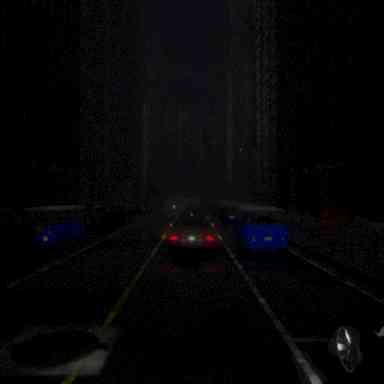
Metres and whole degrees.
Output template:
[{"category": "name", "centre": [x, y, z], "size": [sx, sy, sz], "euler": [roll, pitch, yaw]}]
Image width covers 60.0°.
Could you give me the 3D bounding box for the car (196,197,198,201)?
[{"category": "car", "centre": [2.749, 2.146, 81.194], "size": [2.192, 1.841, 5.009], "euler": [0, -1, 0]}]

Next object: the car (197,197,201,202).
[{"category": "car", "centre": [2.750, 2.352, 75.582], "size": [1.802, 1.307, 4.206], "euler": [0, -1, 0]}]

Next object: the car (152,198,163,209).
[{"category": "car", "centre": [-5.770, 1.789, 47.525], "size": [2.192, 1.841, 5.009], "euler": [0, -1, 0]}]

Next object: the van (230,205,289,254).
[{"category": "van", "centre": [2.761, 1.477, 13.888], "size": [1.690, 1.788, 3.998], "euler": [0, -1, 0]}]

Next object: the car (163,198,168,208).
[{"category": "car", "centre": [-5.772, 2.156, 58.741], "size": [1.947, 1.339, 4.313], "euler": [0, -1, 0]}]

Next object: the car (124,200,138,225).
[{"category": "car", "centre": [-5.766, 1.561, 25.087], "size": [2.192, 1.841, 5.009], "euler": [0, -1, 0]}]

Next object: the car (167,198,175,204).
[{"category": "car", "centre": [-5.778, 2.393, 92.397], "size": [1.967, 1.590, 4.097], "euler": [0, -1, 0]}]

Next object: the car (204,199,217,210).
[{"category": "car", "centre": [2.756, 1.962, 41.930], "size": [1.887, 1.381, 4.507], "euler": [0, -1, 0]}]

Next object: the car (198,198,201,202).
[{"category": "car", "centre": [2.752, 2.215, 64.365], "size": [1.947, 1.339, 4.313], "euler": [0, -1, 0]}]

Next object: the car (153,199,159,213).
[{"category": "car", "centre": [-5.769, 1.968, 41.913], "size": [2.008, 1.369, 4.403], "euler": [0, -1, 0]}]

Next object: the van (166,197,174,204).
[{"category": "van", "centre": [-5.777, 2.233, 86.789], "size": [1.690, 1.788, 3.998], "euler": [0, -1, 0]}]

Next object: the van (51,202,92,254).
[{"category": "van", "centre": [-5.764, 1.476, 13.869], "size": [1.690, 1.788, 3.998], "euler": [0, -1, 0]}]

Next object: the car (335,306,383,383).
[{"category": "car", "centre": [2.763, 1.593, 2.668], "size": [1.947, 1.339, 4.313], "euler": [0, -1, 0]}]

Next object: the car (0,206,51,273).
[{"category": "car", "centre": [-5.763, 1.396, 8.261], "size": [2.192, 1.841, 5.009], "euler": [0, -1, 0]}]

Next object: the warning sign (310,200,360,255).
[{"category": "warning sign", "centre": [5.063, 1.231, 11.880], "size": [1.300, 1.860, 1.060], "euler": [0, -1, 0]}]

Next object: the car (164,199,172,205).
[{"category": "car", "centre": [-5.776, 2.354, 81.008], "size": [1.752, 1.417, 4.829], "euler": [0, -1, 0]}]

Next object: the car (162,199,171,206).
[{"category": "car", "centre": [-5.776, 2.352, 75.568], "size": [1.802, 1.307, 4.206], "euler": [0, -1, 0]}]

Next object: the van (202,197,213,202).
[{"category": "van", "centre": [2.755, 1.815, 47.541], "size": [1.690, 1.788, 3.998], "euler": [0, -1, 0]}]

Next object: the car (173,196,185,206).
[{"category": "car", "centre": [-3.013, 2.080, 71.820], "size": [2.097, 1.767, 4.553], "euler": [0, -1, 0]}]

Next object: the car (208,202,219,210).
[{"category": "car", "centre": [2.758, 1.869, 30.712], "size": [1.947, 1.339, 4.313], "euler": [0, -1, 0]}]

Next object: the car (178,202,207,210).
[{"category": "car", "centre": [-0.001, 1.853, 29.318], "size": [1.994, 1.385, 4.181], "euler": [0, -1, 0]}]

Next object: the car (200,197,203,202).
[{"category": "car", "centre": [2.754, 1.972, 53.149], "size": [1.967, 1.590, 4.097], "euler": [0, -1, 0]}]

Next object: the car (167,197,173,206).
[{"category": "car", "centre": [-5.774, 2.260, 69.959], "size": [2.008, 1.369, 4.403], "euler": [0, -1, 0]}]

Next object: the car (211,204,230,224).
[{"category": "car", "centre": [2.759, 1.812, 25.103], "size": [1.947, 1.339, 4.313], "euler": [0, -1, 0]}]

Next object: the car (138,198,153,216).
[{"category": "car", "centre": [-5.768, 1.800, 36.305], "size": [1.967, 1.590, 4.097], "euler": [0, -1, 0]}]

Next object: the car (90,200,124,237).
[{"category": "car", "centre": [-5.765, 1.506, 19.479], "size": [2.192, 1.841, 5.009], "euler": [0, -1, 0]}]

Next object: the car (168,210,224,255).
[{"category": "car", "centre": [-0.002, 1.684, 13.995], "size": [2.033, 1.411, 5.357], "euler": [0, -1, 0]}]
